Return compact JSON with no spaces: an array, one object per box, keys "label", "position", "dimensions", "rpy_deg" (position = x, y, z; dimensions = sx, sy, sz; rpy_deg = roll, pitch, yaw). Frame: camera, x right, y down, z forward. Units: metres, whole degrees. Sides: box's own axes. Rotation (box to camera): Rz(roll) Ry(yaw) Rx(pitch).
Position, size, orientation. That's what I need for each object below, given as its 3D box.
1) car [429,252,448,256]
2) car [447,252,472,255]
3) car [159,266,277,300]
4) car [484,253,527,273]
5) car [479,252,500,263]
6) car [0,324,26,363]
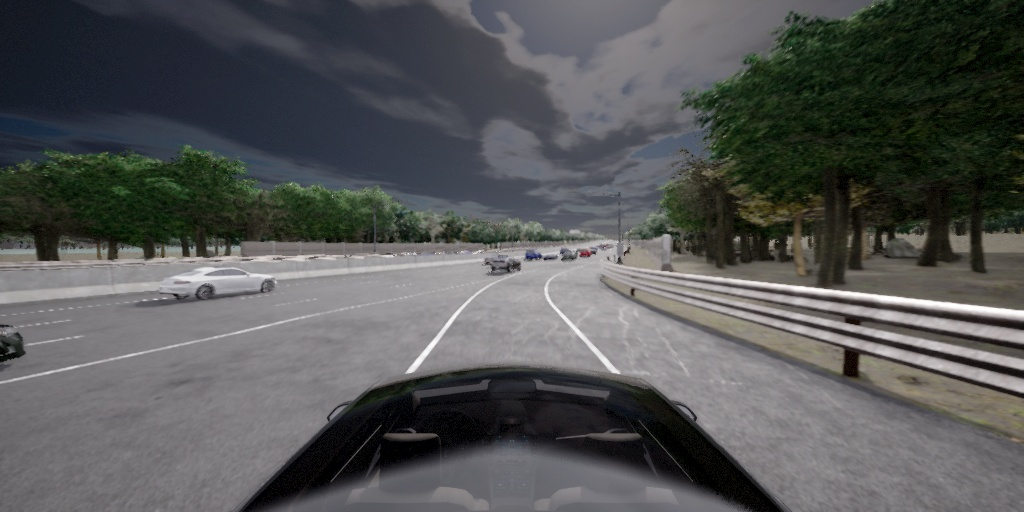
[{"label":"car","position":[-12.308,0.051,64.283],"dimensions":[2.097,1.767,4.553],"rpy_deg":[0,1,20]},{"label":"car","position":[-9.009,0.277,63.137],"dimensions":[1.994,1.385,4.181],"rpy_deg":[0,1,20]},{"label":"car","position":[-14.084,1.228,17.523],"dimensions":[1.812,1.442,4.674],"rpy_deg":[0,1,19]},{"label":"car","position":[-0.496,0.797,34.822],"dimensions":[2.128,1.511,4.902],"rpy_deg":[0,1,20]},{"label":"car","position":[-2.278,0.517,50.651],"dimensions":[2.033,1.411,5.357],"rpy_deg":[0,1,20]},{"label":"car","position":[-10.928,1.514,5.423],"dimensions":[1.994,1.385,4.181],"rpy_deg":[0,1,19]}]
